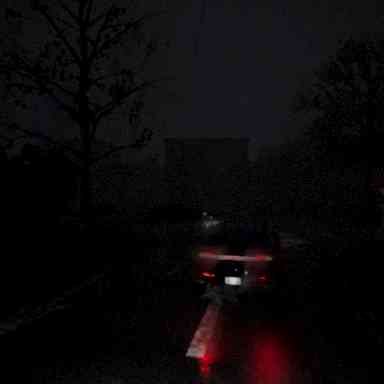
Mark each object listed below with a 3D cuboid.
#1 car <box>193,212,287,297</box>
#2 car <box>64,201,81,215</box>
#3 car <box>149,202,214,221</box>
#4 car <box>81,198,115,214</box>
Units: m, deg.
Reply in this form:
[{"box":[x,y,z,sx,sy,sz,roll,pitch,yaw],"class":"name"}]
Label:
[{"box":[1.386,1.477,8.676,2.128,1.511,4.902,0,0,15],"class":"car"},{"box":[-12.745,1.589,35.729,2.097,1.535,5.008,-1,0,1],"class":"car"},{"box":[-0.847,1.521,26.249,5.357,1.411,2.033,0,0,30],"class":"car"},{"box":[-9.712,1.415,35.643,2.185,1.767,4.553,-1,0,1],"class":"car"}]
